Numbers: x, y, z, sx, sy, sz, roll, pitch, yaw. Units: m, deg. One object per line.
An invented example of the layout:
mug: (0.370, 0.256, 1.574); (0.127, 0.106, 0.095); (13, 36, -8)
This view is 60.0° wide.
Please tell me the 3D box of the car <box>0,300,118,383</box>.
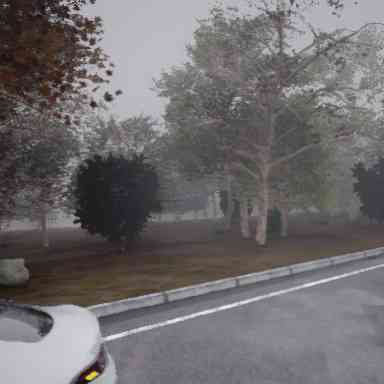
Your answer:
car: (-2.792, 1.526, 2.001); (4.674, 1.442, 1.812); (0, 0, -36)
